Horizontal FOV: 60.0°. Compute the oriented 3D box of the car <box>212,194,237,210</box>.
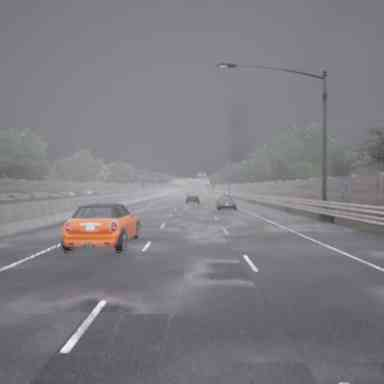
[{"bbox_3d":[3.527,1.160,35.024,1.994,1.385,4.181,0,1,1],"label":"car"}]

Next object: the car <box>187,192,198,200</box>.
[{"bbox_3d":[0.003,0.767,64.249,2.033,1.411,5.357,0,1,0],"label":"car"}]

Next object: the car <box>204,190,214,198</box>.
[{"bbox_3d":[3.504,0.376,68.177,1.801,1.575,5.366,0,1,0],"label":"car"}]

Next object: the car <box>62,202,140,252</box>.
[{"bbox_3d":[-3.400,1.200,13.250,2.097,1.767,4.553,0,1,0],"label":"car"}]

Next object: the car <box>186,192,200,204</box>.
[{"bbox_3d":[0.103,0.900,48.653,1.882,1.535,5.008,0,0,0],"label":"car"}]
